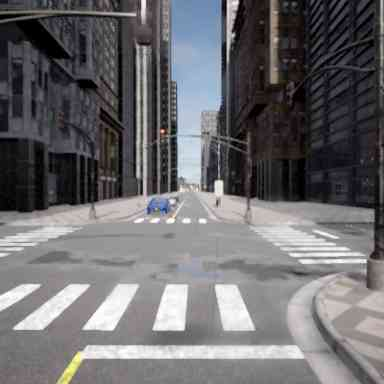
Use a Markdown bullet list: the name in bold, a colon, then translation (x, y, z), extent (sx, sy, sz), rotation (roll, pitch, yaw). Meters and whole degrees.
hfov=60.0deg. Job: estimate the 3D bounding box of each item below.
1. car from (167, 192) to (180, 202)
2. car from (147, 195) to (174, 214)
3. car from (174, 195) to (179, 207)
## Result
- **car**: translation (-3.067, 1.124, 55.236), extent (1.895, 1.301, 4.718), rotation (0, 1, 0)
- **car**: translation (-3.093, 1.200, 31.677), extent (1.882, 1.535, 5.008), rotation (0, 0, 1)
- **car**: translation (-3.083, 1.224, 43.389), extent (1.895, 1.301, 4.718), rotation (0, 0, 0)
